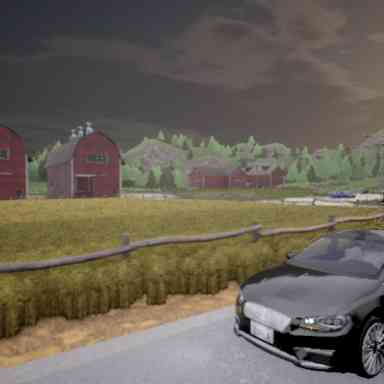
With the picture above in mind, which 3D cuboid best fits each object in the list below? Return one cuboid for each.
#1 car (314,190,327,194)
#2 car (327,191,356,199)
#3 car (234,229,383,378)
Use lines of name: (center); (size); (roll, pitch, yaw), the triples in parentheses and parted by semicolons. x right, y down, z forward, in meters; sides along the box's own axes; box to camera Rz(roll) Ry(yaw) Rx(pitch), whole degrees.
car: (33.703, 0.155, 85.019); (1.932, 1.855, 4.605); (-1, 1, -36)
car: (30.110, 0.549, 66.070); (2.242, 1.667, 4.611); (-1, 1, -36)
car: (2.860, 1.433, 5.508); (4.902, 1.511, 2.128); (-1, 1, -35)
